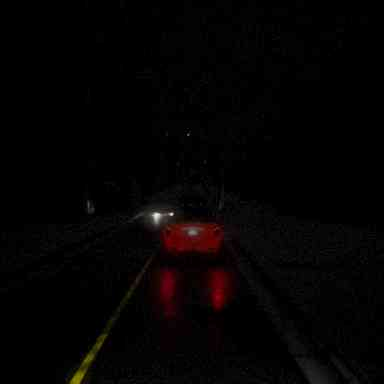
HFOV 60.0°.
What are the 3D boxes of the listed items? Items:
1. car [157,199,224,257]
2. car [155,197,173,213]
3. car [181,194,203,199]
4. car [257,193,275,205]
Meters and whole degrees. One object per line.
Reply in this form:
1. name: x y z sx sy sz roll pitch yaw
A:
1. car: 0.041 1.328 12.896 2.097 1.767 4.553 0 0 1
2. car: -2.818 1.312 35.565 1.882 1.535 5.008 0 0 0
3. car: 0.021 1.146 26.865 2.150 2.045 5.566 0 1 1
4. car: 12.694 1.061 51.572 5.009 1.841 2.192 1 0 0
